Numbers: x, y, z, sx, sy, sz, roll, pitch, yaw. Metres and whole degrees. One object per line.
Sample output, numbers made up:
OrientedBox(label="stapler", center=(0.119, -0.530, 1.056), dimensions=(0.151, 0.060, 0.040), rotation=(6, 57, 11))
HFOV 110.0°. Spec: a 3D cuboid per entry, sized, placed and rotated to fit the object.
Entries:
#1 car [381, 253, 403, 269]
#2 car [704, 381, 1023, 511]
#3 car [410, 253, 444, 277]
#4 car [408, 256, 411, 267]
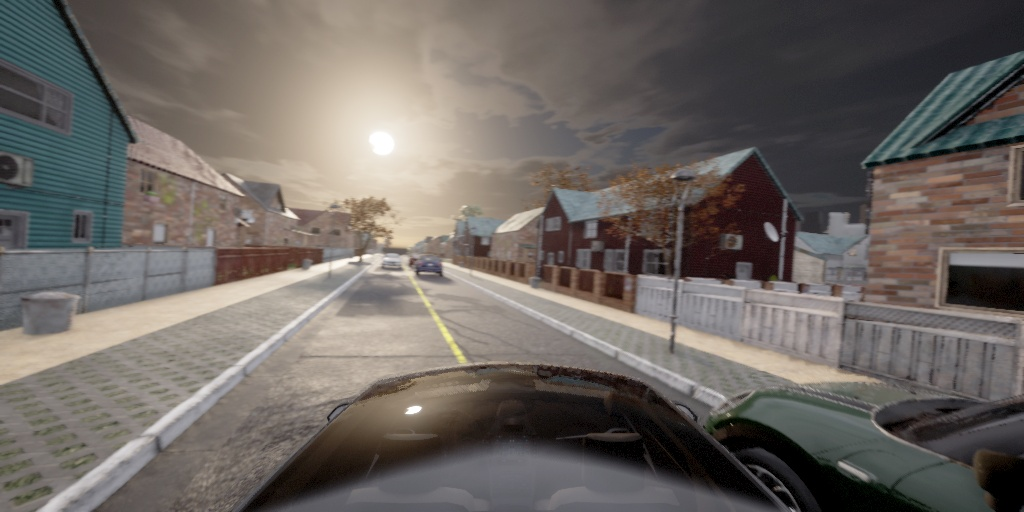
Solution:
OrientedBox(label="car", center=(-11.966, 0.467, 35.762), dimensions=(1.812, 1.442, 4.674), rotation=(4, 0, -18))
OrientedBox(label="car", center=(3.159, 1.320, 1.444), dimensions=(2.097, 1.767, 4.553), rotation=(4, 0, -18))
OrientedBox(label="car", center=(-6.872, 0.632, 29.384), dimensions=(2.097, 1.767, 4.553), rotation=(4, 0, -18))
OrientedBox(label="car", center=(-11.156, 0.480, 42.143), dimensions=(1.882, 1.535, 5.008), rotation=(4, 0, -18))
